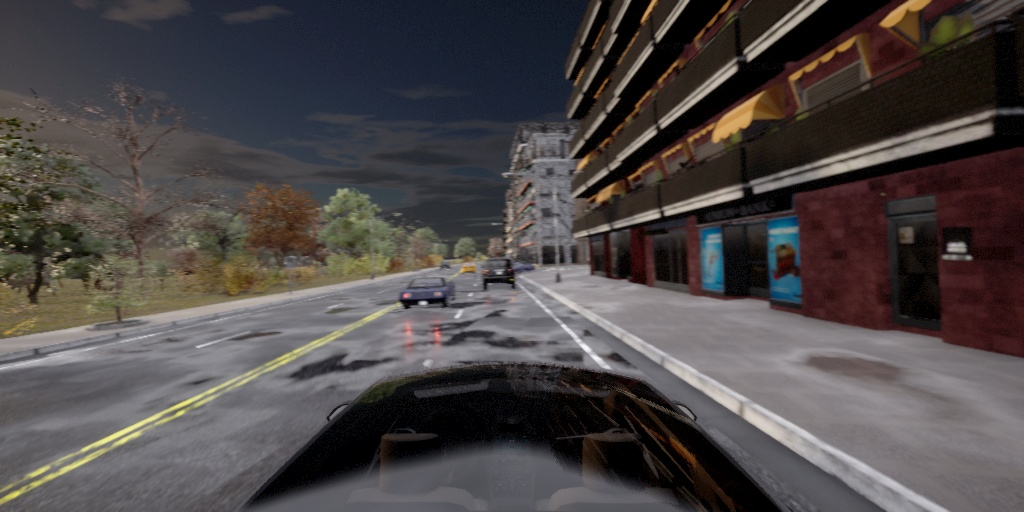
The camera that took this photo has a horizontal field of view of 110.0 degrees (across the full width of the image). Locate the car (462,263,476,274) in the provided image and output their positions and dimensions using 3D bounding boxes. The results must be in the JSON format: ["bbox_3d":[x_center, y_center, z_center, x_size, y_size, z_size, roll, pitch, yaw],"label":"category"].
[{"bbox_3d":[-6.243,1.800,52.461,1.882,1.535,5.008,-2,0,-5],"label":"car"}]

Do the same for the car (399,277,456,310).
[{"bbox_3d":[-3.658,1.591,16.437,1.895,1.301,4.718,-2,0,-3],"label":"car"}]

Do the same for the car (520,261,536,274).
[{"bbox_3d":[0.976,1.367,42.829,1.812,1.442,4.674,-3,2,36],"label":"car"}]

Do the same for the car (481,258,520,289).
[{"bbox_3d":[-0.952,1.148,25.111,2.150,2.045,5.566,-2,0,-4],"label":"car"}]
